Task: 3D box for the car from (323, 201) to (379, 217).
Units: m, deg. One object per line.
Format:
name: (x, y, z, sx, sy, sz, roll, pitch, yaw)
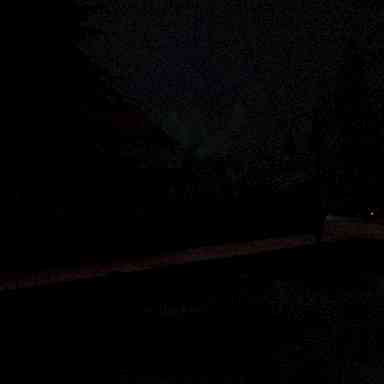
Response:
car: (13.311, 1.438, 28.758, 1.895, 1.301, 4.718, 0, 0, -36)
